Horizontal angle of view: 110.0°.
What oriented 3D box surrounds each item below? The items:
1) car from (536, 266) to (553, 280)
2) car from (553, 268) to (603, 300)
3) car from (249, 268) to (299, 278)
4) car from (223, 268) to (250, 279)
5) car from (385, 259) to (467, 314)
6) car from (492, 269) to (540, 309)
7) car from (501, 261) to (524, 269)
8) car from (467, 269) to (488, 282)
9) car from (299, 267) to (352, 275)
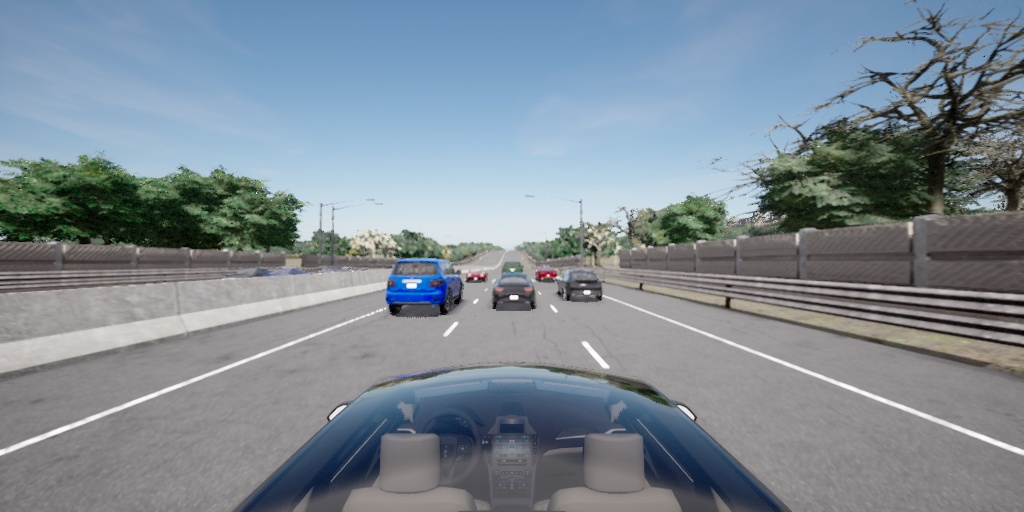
[{"bbox_3d":[3.546,1.823,37.539,1.882,1.535,5.008,0,-1,0],"label":"car"},{"bbox_3d":[3.571,1.510,19.491,1.837,1.490,4.892,0,-1,0],"label":"car"},{"bbox_3d":[-17.638,1.681,27.901,1.812,1.442,4.674,0,-1,0],"label":"car"},{"bbox_3d":[-21.138,1.707,29.216,1.812,1.442,4.674,0,-1,0],"label":"car"},{"bbox_3d":[-3.424,1.153,14.918,2.150,2.045,5.566,0,-1,0],"label":"car"},{"bbox_3d":[0.075,1.477,16.200,1.812,1.442,4.674,0,-1,0],"label":"car"},{"bbox_3d":[0.047,1.553,36.866,2.150,2.045,5.566,0,-1,0],"label":"car"},{"bbox_3d":[-3.452,1.922,36.372,1.895,1.301,4.718,0,-1,0],"label":"car"},{"bbox_3d":[-14.138,1.655,28.313,2.128,1.511,4.902,0,-1,0],"label":"car"}]
